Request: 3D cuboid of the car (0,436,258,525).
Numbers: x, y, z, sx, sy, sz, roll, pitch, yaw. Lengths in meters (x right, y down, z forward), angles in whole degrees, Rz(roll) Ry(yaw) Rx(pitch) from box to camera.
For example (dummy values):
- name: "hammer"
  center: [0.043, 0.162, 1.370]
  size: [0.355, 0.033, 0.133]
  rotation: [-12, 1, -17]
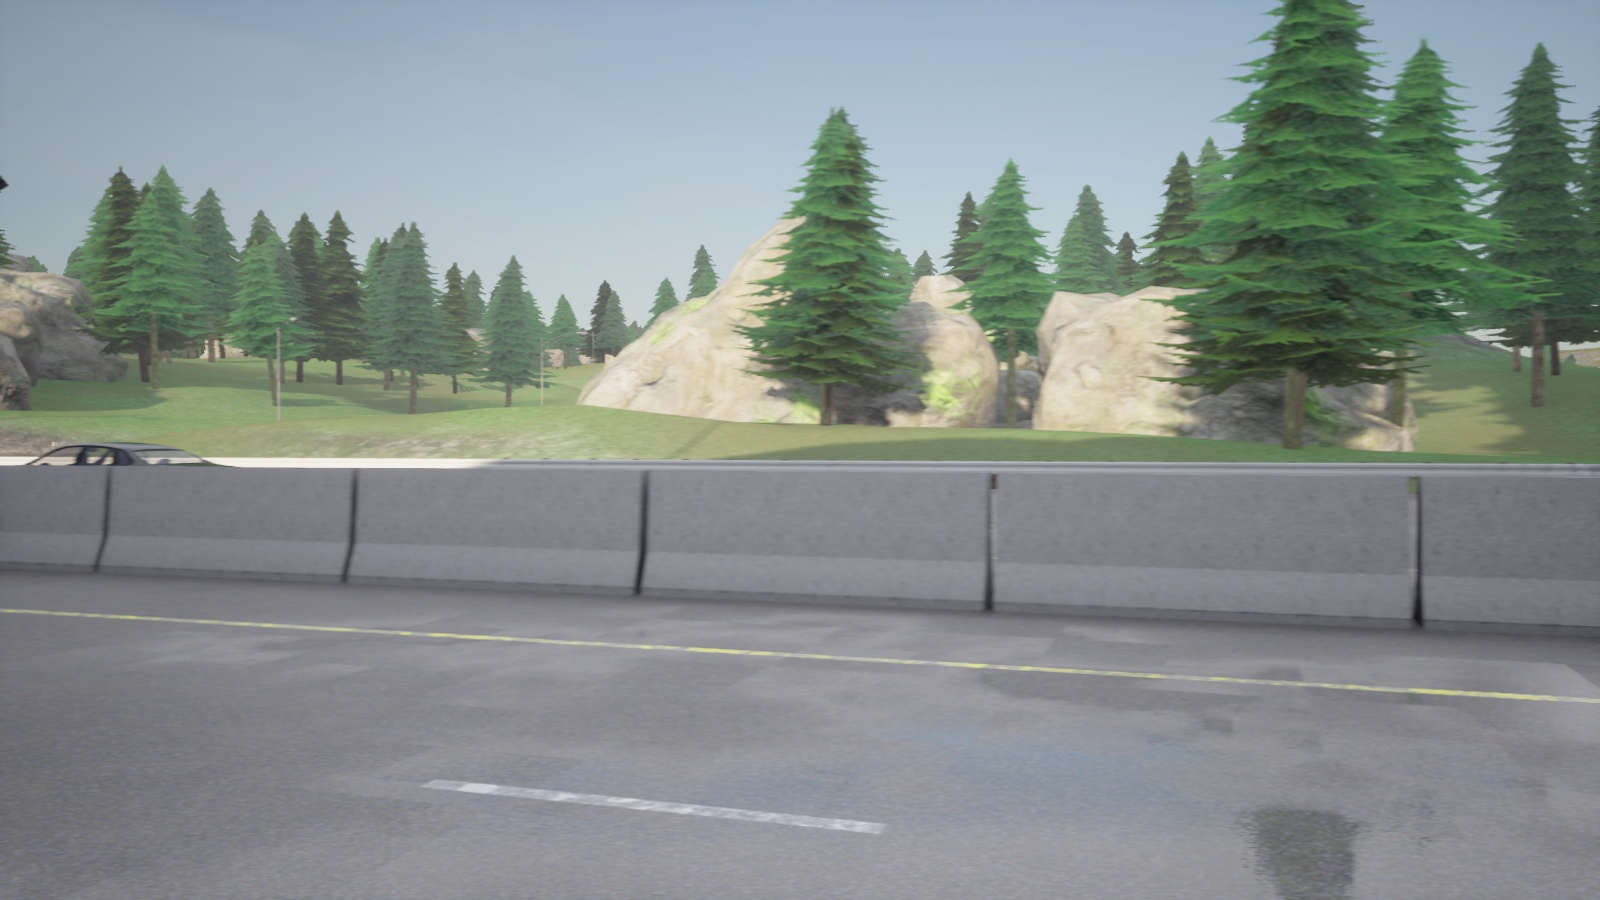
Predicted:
- name: "car"
  center: [-12.481, 0.471, 22.163]
  size: [5.357, 1.411, 2.033]
  rotation: [1, 1, 19]
